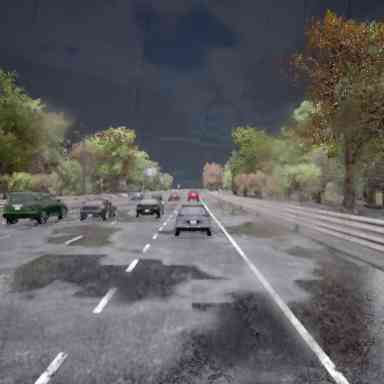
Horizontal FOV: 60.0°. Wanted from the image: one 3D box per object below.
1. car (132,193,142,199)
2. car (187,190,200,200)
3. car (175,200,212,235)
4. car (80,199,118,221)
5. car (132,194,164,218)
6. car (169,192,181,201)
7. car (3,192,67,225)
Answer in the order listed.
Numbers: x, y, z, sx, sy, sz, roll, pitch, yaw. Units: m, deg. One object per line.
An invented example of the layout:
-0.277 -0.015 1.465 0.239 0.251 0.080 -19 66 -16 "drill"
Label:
-10.224 1.000 63.534 1.812 1.442 4.674 0 0 0 "car"
0.295 0.681 64.878 2.150 2.045 5.566 0 0 0 "car"
0.071 1.397 17.743 2.033 1.411 5.357 0 1 0 "car"
-6.902 1.296 24.970 1.837 1.490 4.892 0 1 0 "car"
-3.395 1.244 27.671 1.882 1.535 5.008 0 1 0 "car"
-3.217 0.824 63.911 2.097 1.767 4.553 0 1 0 "car"
-10.407 1.033 22.525 2.150 2.045 5.566 0 1 0 "car"
